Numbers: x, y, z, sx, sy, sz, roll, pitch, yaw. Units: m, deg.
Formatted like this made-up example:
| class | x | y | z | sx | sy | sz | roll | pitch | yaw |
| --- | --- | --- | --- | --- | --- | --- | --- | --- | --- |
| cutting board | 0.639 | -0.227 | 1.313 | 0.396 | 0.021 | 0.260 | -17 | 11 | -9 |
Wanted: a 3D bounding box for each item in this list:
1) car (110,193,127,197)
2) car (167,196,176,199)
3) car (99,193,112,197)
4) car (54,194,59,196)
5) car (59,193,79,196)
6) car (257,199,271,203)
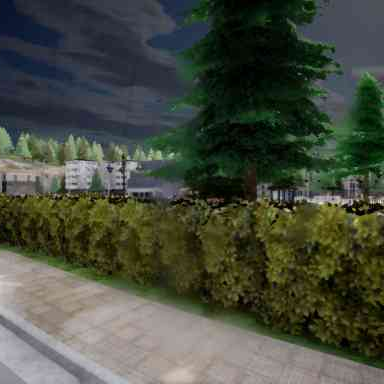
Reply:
| class | x | y | z | sx | sy | sz | roll | pitch | yaw |
| --- | --- | --- | --- | --- | --- | --- | --- | --- | --- |
| car | -10.575 | 1.384 | 52.759 | 1.970 | 1.475 | 3.806 | 0 | 0 | 43 |
| car | -3.306 | 1.374 | 56.091 | 1.845 | 1.501 | 3.633 | 0 | 0 | 43 |
| car | -16.694 | 1.097 | 68.980 | 1.932 | 1.855 | 4.605 | 0 | 0 | 43 |
| car | -33.247 | 1.232 | 83.668 | 1.970 | 1.475 | 3.806 | 0 | 0 | 43 |
| car | -28.369 | 1.153 | 79.486 | 2.152 | 1.636 | 5.027 | 0 | 0 | 43 |
| car | 9.635 | 1.352 | 44.226 | 2.097 | 1.767 | 4.553 | 0 | 0 | 43 |
